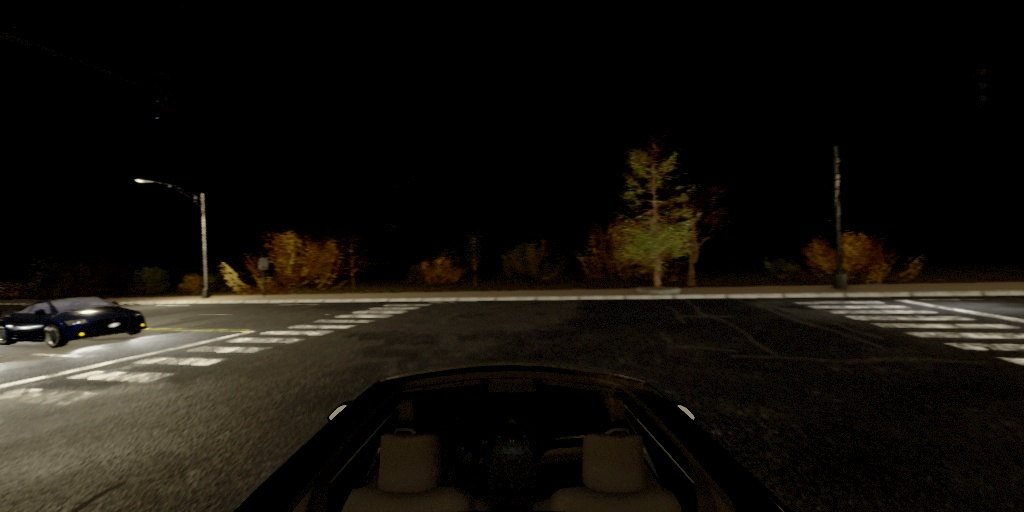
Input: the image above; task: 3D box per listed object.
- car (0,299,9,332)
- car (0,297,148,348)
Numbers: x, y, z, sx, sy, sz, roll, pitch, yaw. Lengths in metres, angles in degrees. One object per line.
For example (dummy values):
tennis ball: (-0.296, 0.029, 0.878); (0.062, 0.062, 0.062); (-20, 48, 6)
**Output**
car: (-22.828, 2.488, 14.205); (4.718, 1.301, 1.895); (-3, 0, 16)
car: (-14.420, 2.070, 11.793); (4.181, 1.385, 1.994); (-3, 0, 15)
